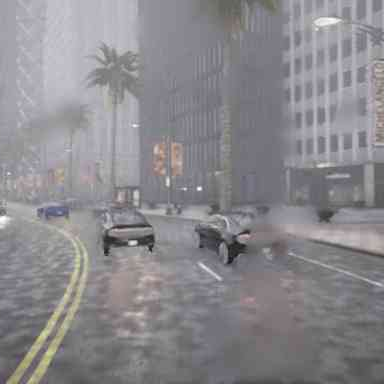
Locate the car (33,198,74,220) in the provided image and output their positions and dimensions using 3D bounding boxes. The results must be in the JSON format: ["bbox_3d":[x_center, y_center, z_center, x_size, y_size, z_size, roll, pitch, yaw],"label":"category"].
[{"bbox_3d":[-12.334,1.543,29.417,1.882,1.535,5.008,-1,0,-35],"label":"car"}]

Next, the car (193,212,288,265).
[{"bbox_3d":[1.443,1.455,11.670,2.128,1.511,4.902,0,0,-16],"label":"car"}]

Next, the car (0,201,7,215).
[{"bbox_3d":[-20.483,1.628,34.533,2.128,1.511,4.902,-1,0,-35],"label":"car"}]

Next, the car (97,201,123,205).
[{"bbox_3d":[-7.018,1.521,27.856,1.837,1.490,4.892,0,0,-34],"label":"car"}]

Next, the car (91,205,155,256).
[{"bbox_3d":[-2.813,1.494,13.429,2.128,1.511,4.902,0,0,-20],"label":"car"}]

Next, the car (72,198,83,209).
[{"bbox_3d":[-16.816,1.558,46.893,2.231,1.521,4.892,-1,0,-36],"label":"car"}]

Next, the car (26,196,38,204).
[{"bbox_3d":[-33.911,1.554,70.782,2.185,1.767,4.553,-1,0,-36],"label":"car"}]
